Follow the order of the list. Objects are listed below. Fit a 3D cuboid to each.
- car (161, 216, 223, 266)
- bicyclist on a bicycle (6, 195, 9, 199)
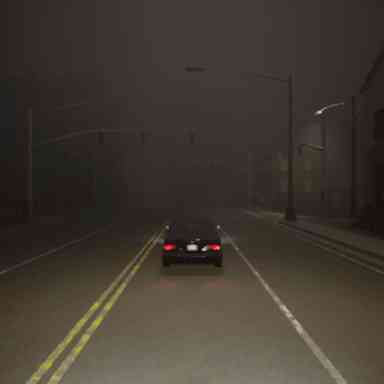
[{"bbox_3d":[0.023,1.528,11.384,2.033,1.411,5.357,0,0,0],"label":"car"},{"bbox_3d":[-25.304,1.224,45.660,0.582,1.620,1.656,0,0,1],"label":"bicyclist on a bicycle"}]
